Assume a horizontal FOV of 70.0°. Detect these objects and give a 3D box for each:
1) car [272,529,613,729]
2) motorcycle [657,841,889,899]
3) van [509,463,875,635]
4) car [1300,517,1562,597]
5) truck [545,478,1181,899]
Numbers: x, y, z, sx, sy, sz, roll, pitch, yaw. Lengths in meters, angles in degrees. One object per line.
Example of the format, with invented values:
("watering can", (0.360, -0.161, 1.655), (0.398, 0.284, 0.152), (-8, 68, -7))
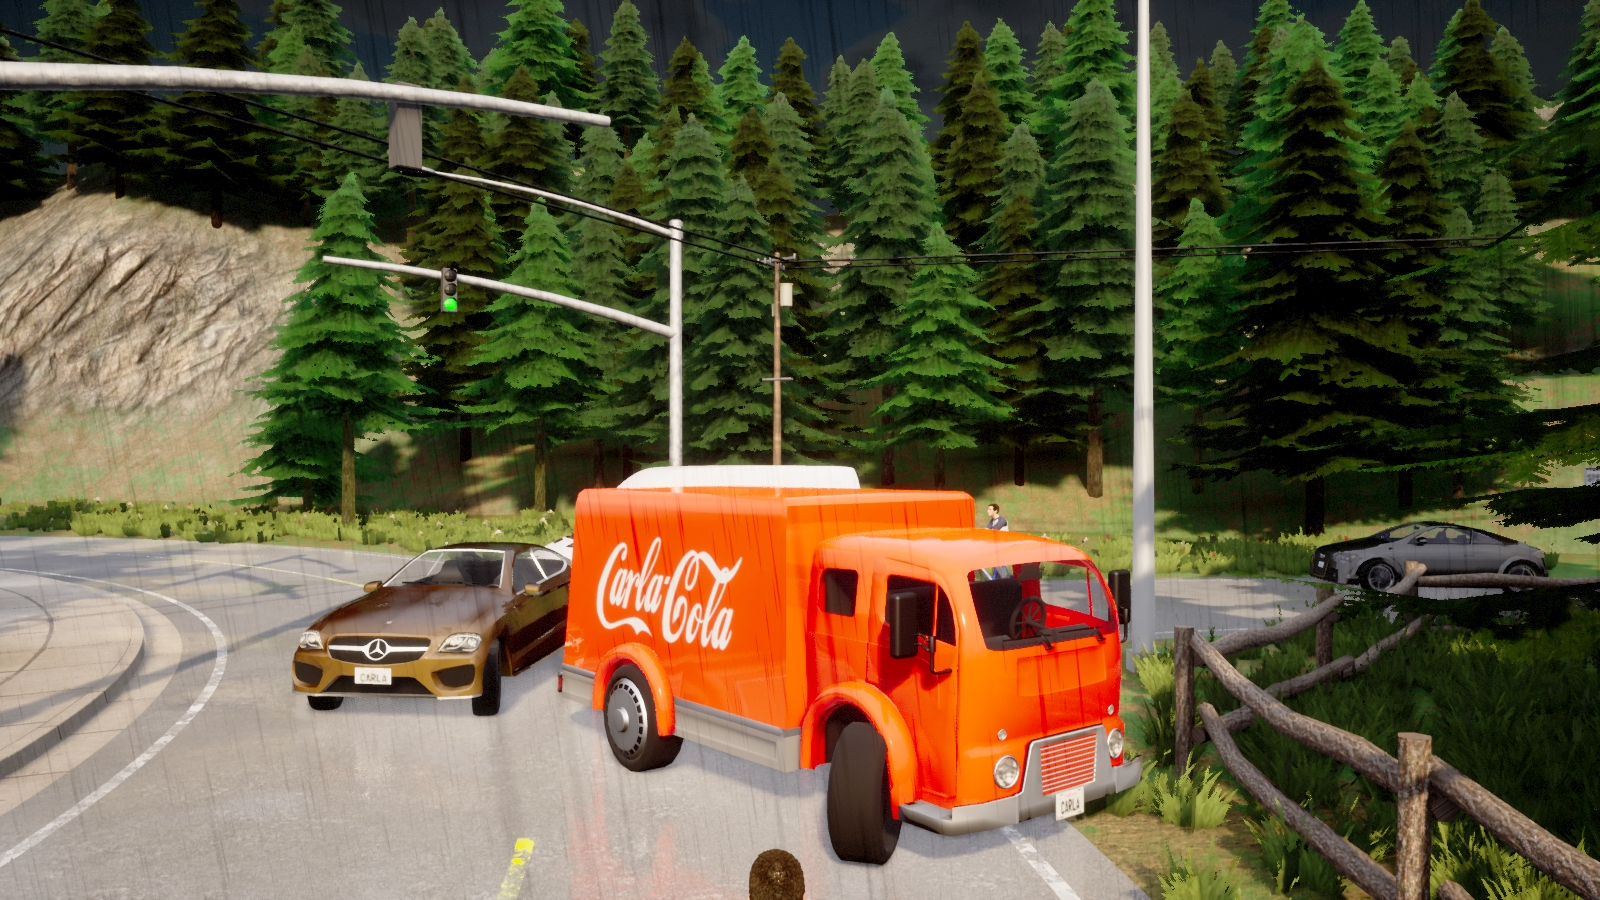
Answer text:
("car", (-4.038, 1.970, 14.038), (2.152, 1.651, 5.027), (0, 0, 6))
("motorcycle", (-0.074, 2.159, 3.526), (0.803, 1.199, 2.033), (0, 0, -2))
("van", (-1.776, 1.528, 19.549), (5.915, 2.561, 1.988), (0, 0, -27))
("car", (12.589, 2.119, 23.051), (4.181, 1.385, 1.994), (0, 0, 6))
("truck", (0.202, 1.542, 9.769), (2.627, 2.467, 5.204), (0, 0, -39))
